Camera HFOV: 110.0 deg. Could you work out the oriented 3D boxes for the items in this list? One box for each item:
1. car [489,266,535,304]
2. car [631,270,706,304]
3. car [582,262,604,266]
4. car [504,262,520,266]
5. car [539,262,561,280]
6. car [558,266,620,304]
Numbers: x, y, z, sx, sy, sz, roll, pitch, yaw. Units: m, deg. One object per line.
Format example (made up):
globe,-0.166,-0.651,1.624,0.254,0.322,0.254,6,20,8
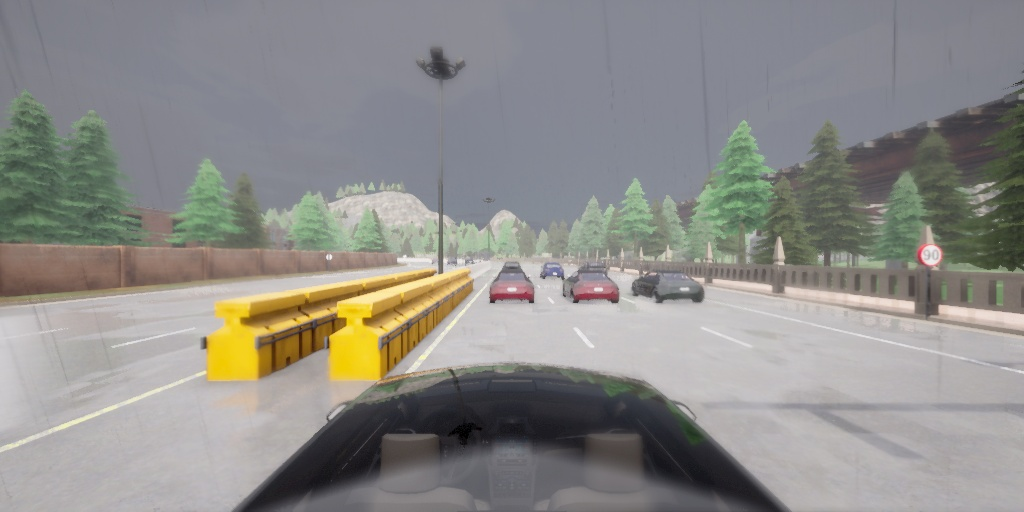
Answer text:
car,0.000,1.322,16.500,1.994,1.385,4.181,0,0,0
car,7.000,1.322,16.500,1.994,1.385,4.181,0,0,0
car,7.000,1.245,31.500,2.128,1.511,4.902,0,0,0
car,0.000,1.266,31.500,1.837,1.490,4.892,0,0,0
car,3.500,1.283,31.500,1.812,1.442,4.674,0,0,0
car,3.500,1.322,16.500,1.994,1.385,4.181,0,0,0
